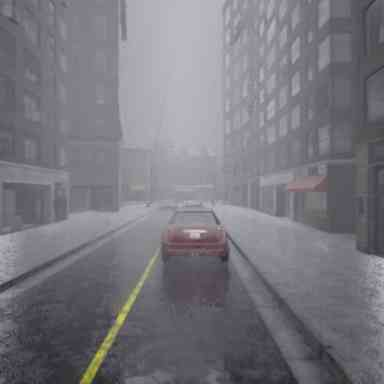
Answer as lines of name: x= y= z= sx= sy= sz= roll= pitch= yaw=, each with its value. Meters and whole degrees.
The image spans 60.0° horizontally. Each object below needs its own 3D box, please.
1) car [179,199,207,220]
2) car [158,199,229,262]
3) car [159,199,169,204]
car: x=0.096 y=1.401 z=28.191 sx=2.128 sy=1.511 sz=4.902 roll=0 pitch=0 yaw=0
car: x=0.092 y=1.314 z=12.054 sx=2.097 sy=1.767 sz=4.553 roll=0 pitch=0 yaw=0
car: x=-2.581 y=1.429 z=36.849 sx=2.033 sy=1.411 sz=5.357 roll=0 pitch=0 yaw=0
